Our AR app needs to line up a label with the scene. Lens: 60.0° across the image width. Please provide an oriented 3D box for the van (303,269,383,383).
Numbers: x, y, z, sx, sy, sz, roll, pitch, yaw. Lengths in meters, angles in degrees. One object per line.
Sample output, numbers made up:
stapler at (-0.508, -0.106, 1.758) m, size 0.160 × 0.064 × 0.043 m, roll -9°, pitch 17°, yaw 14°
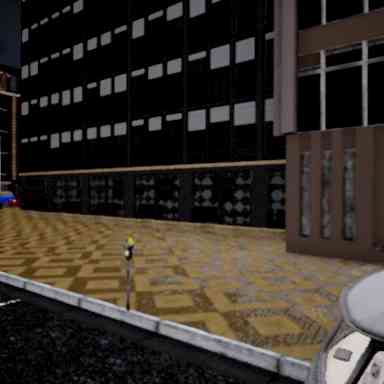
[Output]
van at (2.333, 1.347, 1.063) m, size 3.998 × 1.788 × 1.690 m, roll 0°, pitch 0°, yaw 35°

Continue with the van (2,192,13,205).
van at (-25.410, 0.854, 43.337) m, size 1.690 × 1.788 × 3.998 m, roll 1°, pitch 1°, yaw 35°

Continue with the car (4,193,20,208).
car at (-18.924, 1.107, 38.867) m, size 1.887 × 1.381 × 4.507 m, roll 1°, pitch 1°, yaw 35°
